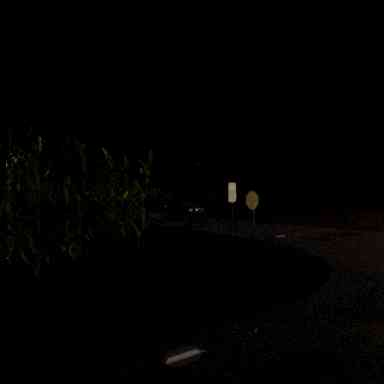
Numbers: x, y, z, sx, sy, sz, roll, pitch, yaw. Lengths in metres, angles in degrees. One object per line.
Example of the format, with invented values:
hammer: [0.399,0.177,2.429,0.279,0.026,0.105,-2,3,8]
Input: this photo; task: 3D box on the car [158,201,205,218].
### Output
car: [-1.039,1.555,30.117,2.033,1.411,5.357,-1,0,-35]
